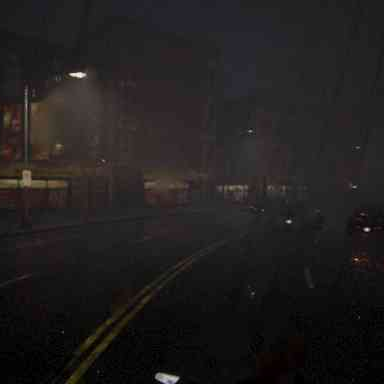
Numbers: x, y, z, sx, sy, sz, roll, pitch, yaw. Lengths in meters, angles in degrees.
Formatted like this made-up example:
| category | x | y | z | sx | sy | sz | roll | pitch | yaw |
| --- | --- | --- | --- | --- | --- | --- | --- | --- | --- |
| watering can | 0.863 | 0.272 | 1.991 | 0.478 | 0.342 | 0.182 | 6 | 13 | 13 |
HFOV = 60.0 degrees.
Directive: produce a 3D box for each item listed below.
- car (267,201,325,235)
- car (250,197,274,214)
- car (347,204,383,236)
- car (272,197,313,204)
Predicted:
| category | x | y | z | sx | sy | sz | roll | pitch | yaw |
| --- | --- | --- | --- | --- | --- | --- | --- | --- | --- |
| car | 5.884 | 1.430 | 18.149 | 1.994 | 1.385 | 4.181 | 0 | 1 | 32 |
| car | 7.355 | 1.270 | 30.720 | 4.892 | 1.490 | 1.837 | 0 | 0 | -42 |
| car | 9.104 | 1.394 | 16.816 | 1.837 | 1.490 | 4.892 | 0 | 0 | 33 |
| car | 8.872 | 1.324 | 27.407 | 4.674 | 1.442 | 1.812 | 0 | 0 | -43 |
